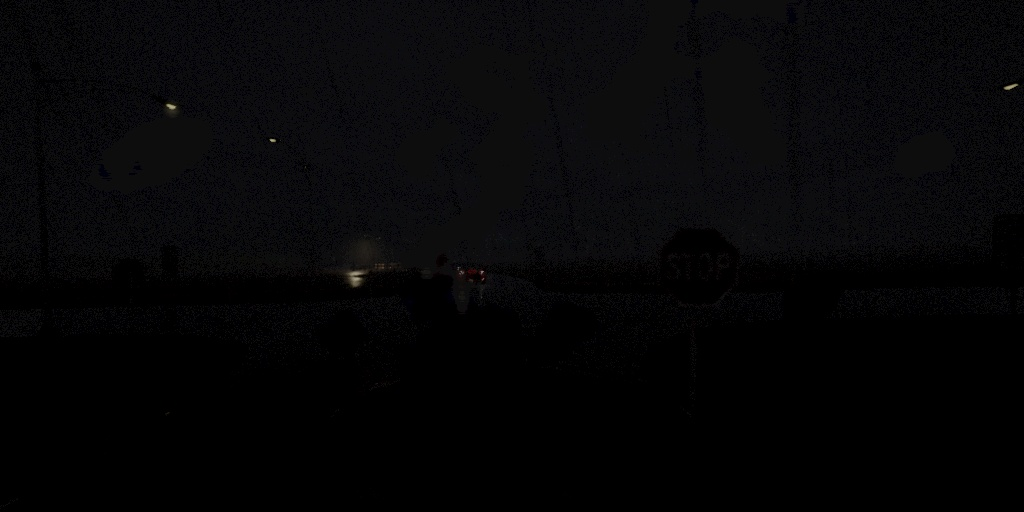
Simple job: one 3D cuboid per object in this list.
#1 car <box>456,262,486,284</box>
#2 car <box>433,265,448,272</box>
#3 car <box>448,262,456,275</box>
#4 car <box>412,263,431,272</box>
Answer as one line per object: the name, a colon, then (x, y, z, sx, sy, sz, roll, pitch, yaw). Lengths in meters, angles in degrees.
car: (-3.255, 1.352, 29.736, 2.097, 1.767, 4.553, 0, -1, -5)
car: (-10.841, 1.875, 59.364, 2.033, 1.411, 5.357, -1, 0, -37)
car: (-5.976, 1.486, 43.440, 2.097, 1.767, 4.553, 0, -1, -20)
car: (-14.304, 1.900, 59.262, 1.837, 1.490, 4.892, -1, -1, -37)
